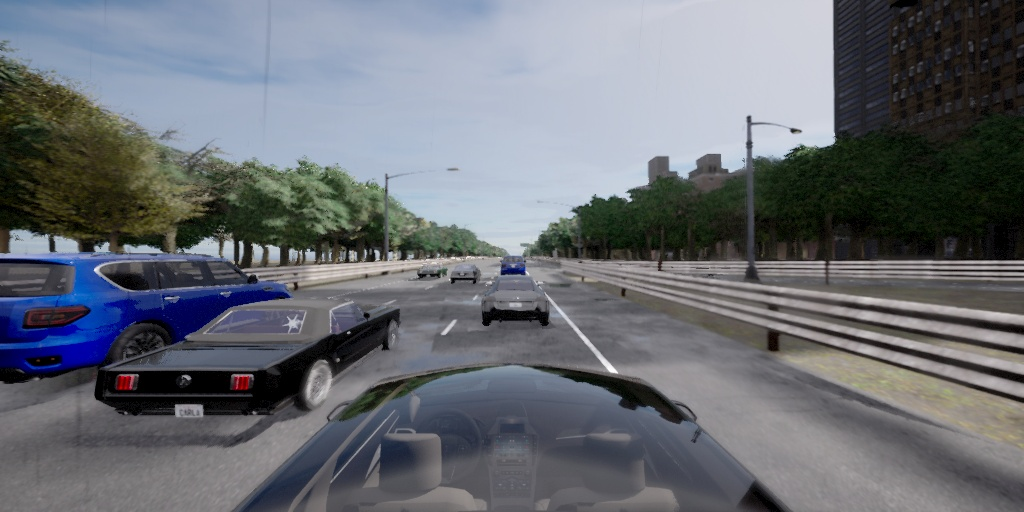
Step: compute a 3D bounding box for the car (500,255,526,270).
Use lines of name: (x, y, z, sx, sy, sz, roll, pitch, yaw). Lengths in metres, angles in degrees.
car: (0.100, 0.952, 32.477, 2.150, 2.045, 5.566, 0, 0, 0)

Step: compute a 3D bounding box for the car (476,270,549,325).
car: (0.098, 1.316, 11.853, 1.994, 1.385, 4.181, 0, 0, 0)

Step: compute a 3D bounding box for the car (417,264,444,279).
car: (-6.899, 1.334, 31.803, 1.895, 1.301, 4.718, 0, 0, 0)

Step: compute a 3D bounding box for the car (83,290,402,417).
car: (-3.401, 1.352, 6.012, 1.895, 1.301, 4.718, 0, 0, 0)

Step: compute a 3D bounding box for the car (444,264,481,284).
car: (-3.400, 1.293, 27.008, 2.033, 1.411, 5.357, 0, 0, 0)

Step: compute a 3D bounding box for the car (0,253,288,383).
car: (-6.901, 0.973, 7.247, 2.150, 2.045, 5.566, 0, 0, 0)

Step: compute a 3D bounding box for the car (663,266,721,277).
car: (15.778, 1.177, 31.846, 1.895, 1.301, 4.718, 0, -1, -28)
